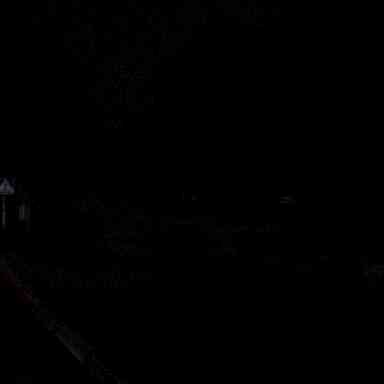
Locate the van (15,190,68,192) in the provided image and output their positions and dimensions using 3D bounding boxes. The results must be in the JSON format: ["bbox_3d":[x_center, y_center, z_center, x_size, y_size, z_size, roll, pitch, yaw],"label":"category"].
[{"bbox_3d":[-15.600,1.024,34.484,4.442,1.987,1.878,2,0,-23],"label":"van"}]

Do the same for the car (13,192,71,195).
[{"bbox_3d":[-14.387,1.158,32.005,4.553,1.767,2.185,2,0,-23],"label":"car"}]

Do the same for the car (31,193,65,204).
[{"bbox_3d":[-22.508,1.030,52.179,4.792,1.488,2.163,1,0,-19],"label":"car"}]

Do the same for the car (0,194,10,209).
[{"bbox_3d":[-21.693,1.109,36.878,1.837,1.490,4.892,2,0,-22],"label":"car"}]

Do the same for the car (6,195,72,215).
[{"bbox_3d":[-13.346,1.312,29.456,4.892,1.521,2.231,2,0,-23],"label":"car"}]

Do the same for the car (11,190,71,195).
[{"bbox_3d":[-16.546,0.973,37.064,5.566,2.045,2.435,2,0,-23],"label":"car"}]

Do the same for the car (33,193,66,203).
[{"bbox_3d":[-23.353,0.990,54.774,4.792,1.488,2.163,1,0,-19],"label":"car"}]

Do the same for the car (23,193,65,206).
[{"bbox_3d":[-20.774,1.073,46.998,5.366,1.575,1.946,1,0,-20],"label":"car"}]

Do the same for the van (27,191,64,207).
[{"bbox_3d":[-19.505,0.897,44.554,4.442,1.987,1.878,1,0,-21],"label":"van"}]

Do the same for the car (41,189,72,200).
[{"bbox_3d":[-27.531,0.504,67.906,5.566,2.045,2.435,2,0,-15],"label":"car"}]

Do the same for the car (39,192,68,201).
[{"bbox_3d":[-25.989,0.854,62.665,4.792,1.488,2.163,1,0,-17],"label":"car"}]
